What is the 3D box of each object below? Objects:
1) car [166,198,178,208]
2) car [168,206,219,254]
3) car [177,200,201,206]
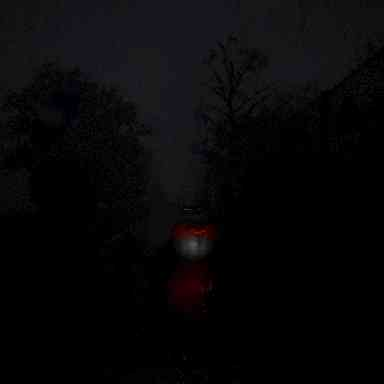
[{"bbox_3d":[-2.929,1.676,51.147,1.882,1.535,5.008,0,0,0],"label":"car"},{"bbox_3d":[0.073,1.558,13.716,1.837,1.490,4.892,0,0,0],"label":"car"},{"bbox_3d":[0.055,1.602,28.732,2.128,1.511,4.902,0,0,0],"label":"car"}]
